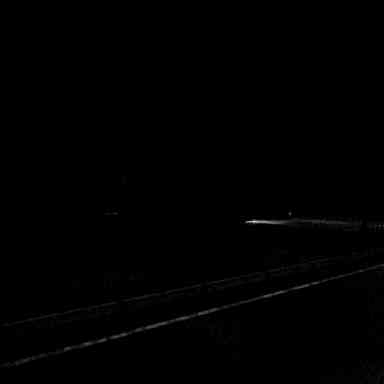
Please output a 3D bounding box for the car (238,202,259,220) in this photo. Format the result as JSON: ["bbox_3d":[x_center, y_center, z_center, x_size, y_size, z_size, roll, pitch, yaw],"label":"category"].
[{"bbox_3d":[3.282,1.720,28.695,1.994,1.385,4.181,0,-1,-41],"label":"car"}]

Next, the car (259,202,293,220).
[{"bbox_3d":[6.713,1.631,30.061,2.128,1.511,4.902,0,-1,-40],"label":"car"}]
